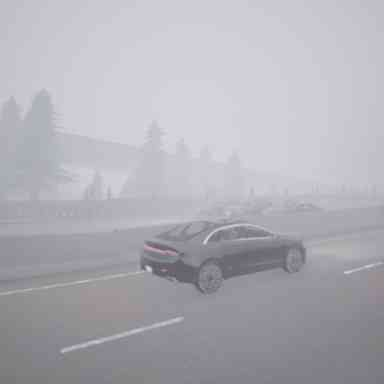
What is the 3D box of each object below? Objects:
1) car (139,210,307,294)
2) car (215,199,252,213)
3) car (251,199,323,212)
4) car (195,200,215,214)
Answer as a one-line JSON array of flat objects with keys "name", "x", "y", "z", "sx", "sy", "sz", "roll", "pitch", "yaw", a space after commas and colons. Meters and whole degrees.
[{"name": "car", "x": 1.017, "y": 1.464, "z": 8.772, "sx": 4.902, "sy": 1.511, "sz": 2.128, "roll": -1, "pitch": 1, "yaw": -36}, {"name": "car", "x": 4.479, "y": 1.302, "z": 24.384, "sx": 4.902, "sy": 1.511, "sz": 2.128, "roll": -1, "pitch": 1, "yaw": -35}, {"name": "car", "x": 6.510, "y": 1.302, "z": 21.534, "sx": 4.902, "sy": 1.511, "sz": 2.128, "roll": -1, "pitch": 1, "yaw": -35}, {"name": "car", "x": 2.448, "y": 1.302, "z": 27.235, "sx": 4.902, "sy": 1.511, "sz": 2.128, "roll": -1, "pitch": 1, "yaw": -35}]
